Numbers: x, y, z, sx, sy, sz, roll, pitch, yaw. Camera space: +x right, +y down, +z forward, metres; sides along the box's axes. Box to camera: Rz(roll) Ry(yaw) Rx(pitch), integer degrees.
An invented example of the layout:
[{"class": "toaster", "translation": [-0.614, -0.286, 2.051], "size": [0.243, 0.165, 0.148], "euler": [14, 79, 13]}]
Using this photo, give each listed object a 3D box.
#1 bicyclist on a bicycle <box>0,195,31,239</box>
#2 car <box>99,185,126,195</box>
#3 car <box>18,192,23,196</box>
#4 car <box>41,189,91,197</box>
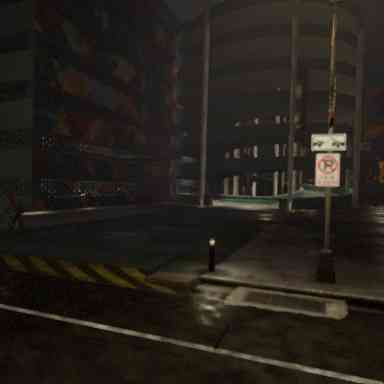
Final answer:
[{"class": "bicyclist on a bicycle", "translation": [-6.745, 0.925, 12.606], "size": [0.582, 1.620, 1.656], "euler": [2, 1, 21]}, {"class": "car", "translation": [-14.605, -0.290, 61.089], "size": [5.566, 2.045, 2.435], "euler": [2, 1, 20]}, {"class": "car", "translation": [-20.304, 0.243, 43.473], "size": [4.718, 1.301, 1.895], "euler": [2, 1, 20]}, {"class": "car", "translation": [-11.881, 0.505, 32.346], "size": [4.674, 1.452, 2.002], "euler": [2, 1, 20]}]
